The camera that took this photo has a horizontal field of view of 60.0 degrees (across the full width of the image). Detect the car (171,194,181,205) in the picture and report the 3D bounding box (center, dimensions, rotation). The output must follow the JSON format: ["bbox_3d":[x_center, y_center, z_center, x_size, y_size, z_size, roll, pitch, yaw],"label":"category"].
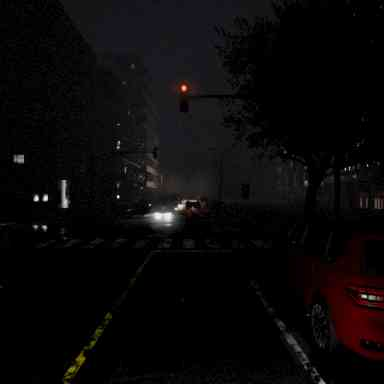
[{"bbox_3d":[-3.071,1.500,49.430,1.882,1.535,5.008,0,0,0],"label":"car"}]

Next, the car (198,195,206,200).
[{"bbox_3d":[2.719,1.636,93.637,2.008,1.369,4.403,0,0,0],"label":"car"}]

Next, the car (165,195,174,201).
[{"bbox_3d":[-5.664,1.506,82.574,1.967,1.590,4.097,0,0,0],"label":"car"}]

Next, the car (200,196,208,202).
[{"bbox_3d":[2.714,1.583,77.209,1.752,1.417,4.829,0,0,0],"label":"car"}]

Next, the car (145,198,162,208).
[{"bbox_3d":[-5.674,1.573,49.378,2.008,1.369,4.403,0,0,0],"label":"car"}]

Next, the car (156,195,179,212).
[{"bbox_3d":[-3.081,1.504,39.209,2.128,1.511,4.902,0,0,2],"label":"car"}]

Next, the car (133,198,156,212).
[{"bbox_3d":[-5.677,1.562,38.312,2.008,1.369,4.403,0,0,0],"label":"car"}]

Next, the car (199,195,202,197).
[{"bbox_3d":[2.711,1.624,65.973,1.802,1.307,4.206,0,0,0],"label":"car"}]

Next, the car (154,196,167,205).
[{"bbox_3d":[-5.670,1.475,60.444,1.967,1.590,4.097,0,0,0],"label":"car"}]

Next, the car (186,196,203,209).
[{"bbox_3d":[0.114,1.618,44.832,1.895,1.301,4.718,0,0,0],"label":"car"}]

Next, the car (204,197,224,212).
[{"bbox_3d":[2.703,1.556,38.310,1.887,1.381,4.507,0,0,0],"label":"car"}]

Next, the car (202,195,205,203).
[{"bbox_3d":[2.706,1.547,49.545,1.752,1.417,4.829,0,0,0],"label":"car"}]

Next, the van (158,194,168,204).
[{"bbox_3d":[-5.669,1.383,65.977,1.690,1.788,3.998,0,0,0],"label":"van"}]

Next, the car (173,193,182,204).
[{"bbox_3d":[-3.038,1.260,61.604,2.150,2.045,5.566,0,0,0],"label":"car"}]

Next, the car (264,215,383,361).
[{"bbox_3d":[2.695,1.315,5.922,2.192,1.841,5.009,0,0,0],"label":"car"}]

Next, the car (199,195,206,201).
[{"bbox_3d":[2.718,1.620,88.104,1.887,1.381,4.507,0,0,0],"label":"car"}]
